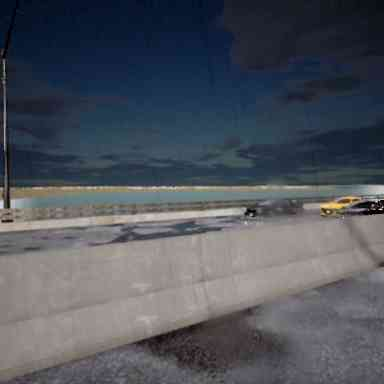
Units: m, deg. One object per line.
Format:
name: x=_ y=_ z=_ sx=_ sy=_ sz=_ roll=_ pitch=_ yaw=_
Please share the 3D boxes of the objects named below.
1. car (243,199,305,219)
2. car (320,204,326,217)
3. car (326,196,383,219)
car: x=6.469 y=1.239 z=25.694 sx=5.357 sy=1.411 sz=2.033 roll=-1 pitch=1 yaw=-35
car: x=11.736 y=1.108 z=25.104 sx=5.008 sy=1.535 sz=1.882 roll=-1 pitch=1 yaw=-35
car: x=10.485 y=1.198 z=19.956 sx=4.892 sy=1.490 sz=1.837 roll=-1 pitch=1 yaw=-35
